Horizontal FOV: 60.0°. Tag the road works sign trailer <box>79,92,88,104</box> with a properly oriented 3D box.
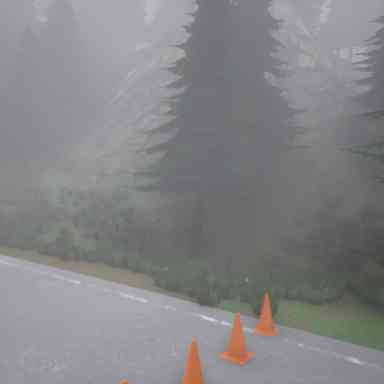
[{"bbox_3d":[-10.174,-9.830,29.036,2.880,3.560,2.380,-10,45,-24],"label":"road works sign trailer"}]
